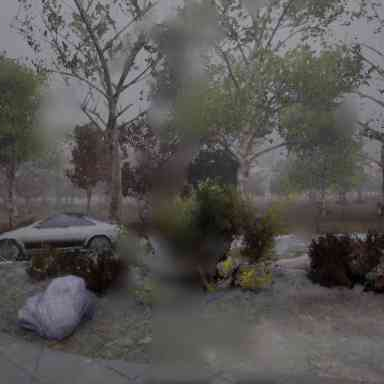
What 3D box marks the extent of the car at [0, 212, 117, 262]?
[{"bbox_3d":[-4.383,1.397,11.044,4.181,1.385,1.994,-2,0,-8],"label":"car"}]
